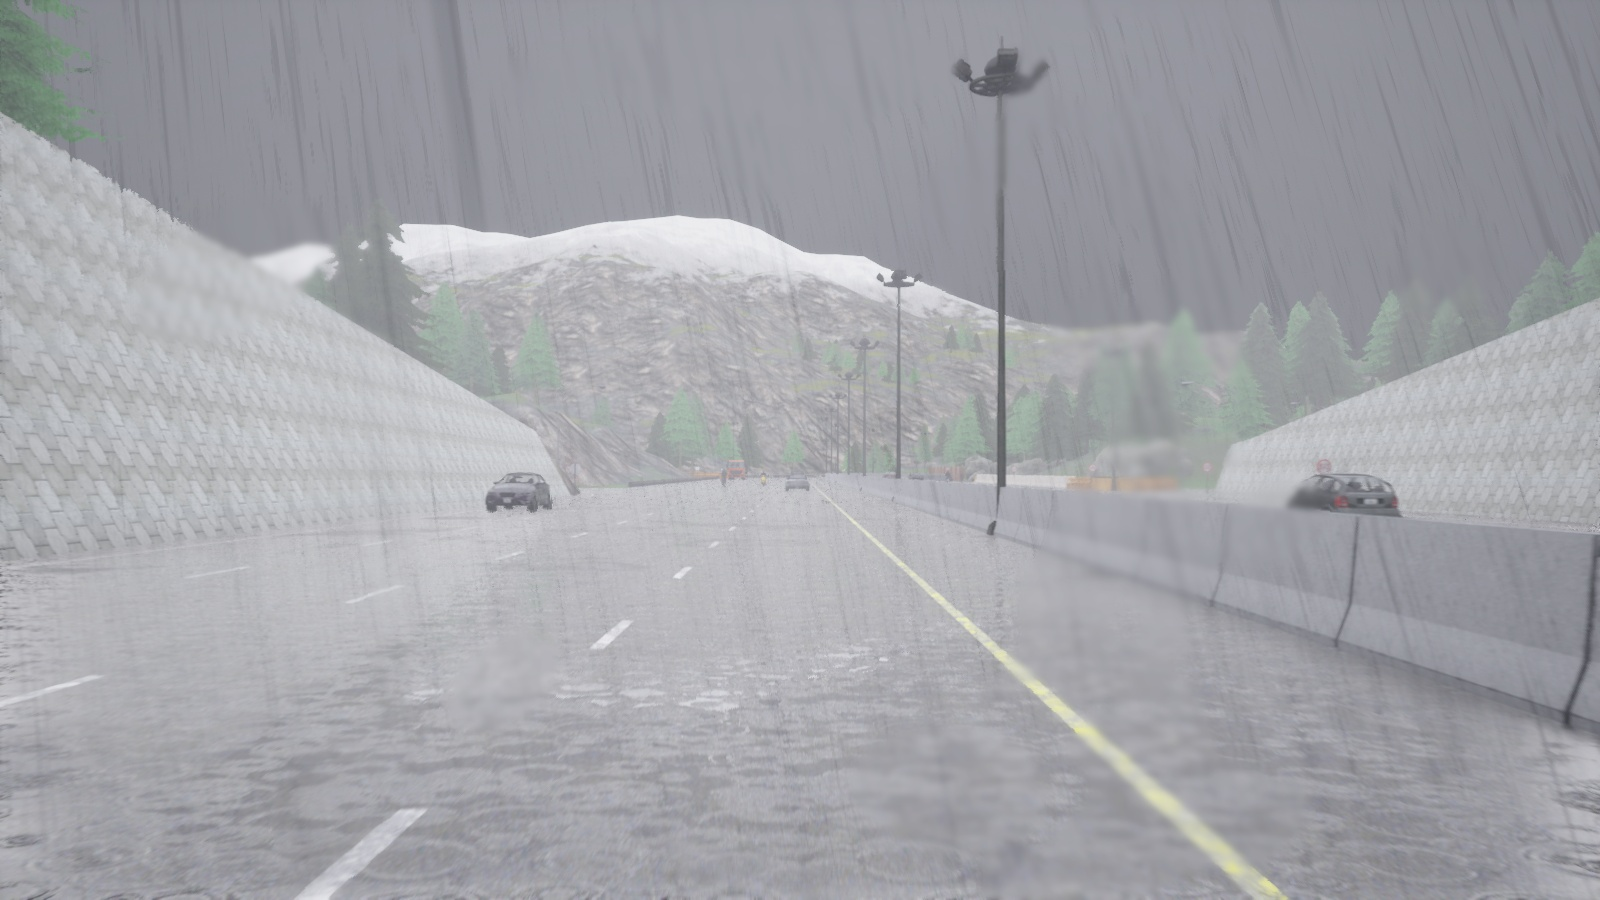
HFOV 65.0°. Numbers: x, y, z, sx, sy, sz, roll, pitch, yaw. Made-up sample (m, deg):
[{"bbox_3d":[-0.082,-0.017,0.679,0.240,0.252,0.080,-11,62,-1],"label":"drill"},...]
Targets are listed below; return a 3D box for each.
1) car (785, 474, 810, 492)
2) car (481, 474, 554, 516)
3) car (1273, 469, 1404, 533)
[{"bbox_3d":[-0.171,2.562,98.321,1.895,1.301,4.718,0,-1,0],"label":"car"},{"bbox_3d":[-10.583,1.663,47.357,1.816,1.474,4.193,0,-1,0],"label":"car"},{"bbox_3d":[13.942,1.285,32.727,1.789,1.549,3.705,0,-1,0],"label":"car"}]
